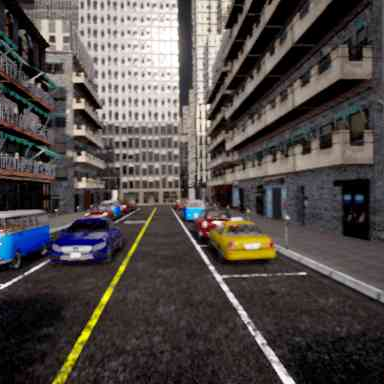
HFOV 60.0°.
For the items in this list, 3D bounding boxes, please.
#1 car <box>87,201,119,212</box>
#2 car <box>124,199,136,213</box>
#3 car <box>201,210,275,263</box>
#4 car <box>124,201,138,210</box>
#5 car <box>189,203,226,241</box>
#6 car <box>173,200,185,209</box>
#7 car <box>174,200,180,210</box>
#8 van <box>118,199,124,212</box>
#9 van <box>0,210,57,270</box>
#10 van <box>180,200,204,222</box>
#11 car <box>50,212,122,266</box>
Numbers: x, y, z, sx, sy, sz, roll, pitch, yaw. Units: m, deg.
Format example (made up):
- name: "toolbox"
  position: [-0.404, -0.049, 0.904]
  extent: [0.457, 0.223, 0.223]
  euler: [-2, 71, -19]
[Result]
- name: "car"
  position: [-7.686, 1.809, 27.945]
  extent: [1.967, 1.590, 4.097]
  euler: [-2, 0, -5]
- name: "car"
  position: [-9.143, 1.848, 44.529]
  extent: [2.192, 1.841, 5.009]
  euler: [-2, 0, -5]
- name: "car"
  position: [1.602, 1.607, 12.239]
  extent: [1.752, 1.417, 4.829]
  euler: [-2, 0, -5]
- name: "car"
  position: [-10.105, 2.187, 55.582]
  extent: [1.887, 1.381, 4.507]
  euler: [-2, 0, -5]
- name: "car"
  position: [1.130, 1.575, 17.598]
  extent: [1.967, 1.590, 4.097]
  euler: [-2, 0, -5]
- name: "car"
  position: [-2.273, 2.047, 56.460]
  extent: [1.752, 1.417, 4.829]
  euler: [-2, 0, -5]
- name: "car"
  position: [-1.773, 2.010, 50.763]
  extent: [1.887, 1.381, 4.507]
  euler: [-2, 0, -5]
- name: "van"
  position: [-8.173, 1.765, 33.473]
  extent: [1.690, 1.788, 3.998]
  euler: [-2, 0, -5]
- name: "van"
  position: [-6.236, 1.543, 11.363]
  extent: [1.690, 1.788, 3.998]
  euler: [-2, 0, -5]
- name: "van"
  position: [0.158, 1.587, 28.654]
  extent: [1.690, 1.788, 3.998]
  euler: [-2, 0, -5]
- name: "car"
  position: [-3.740, 1.696, 12.446]
  extent: [1.812, 1.442, 4.674]
  euler: [-1, -1, -5]
